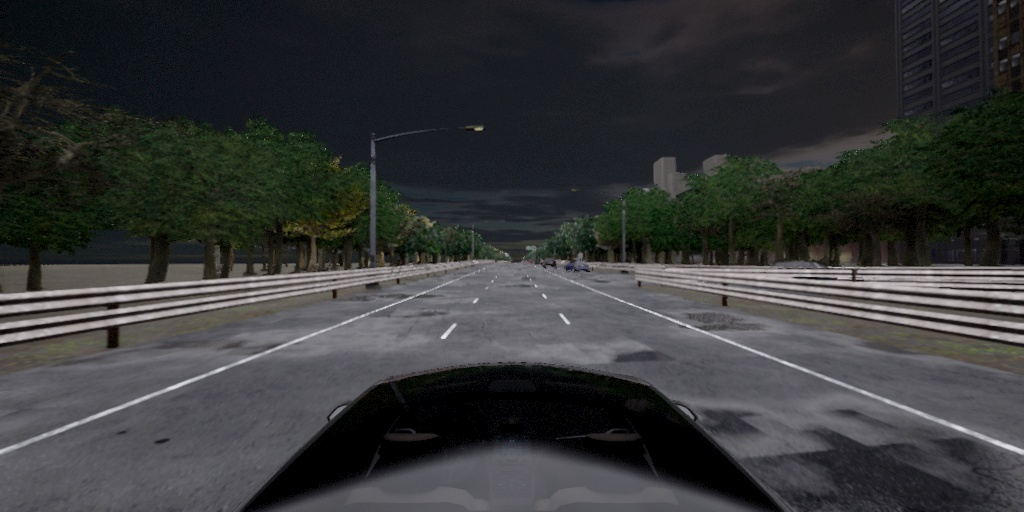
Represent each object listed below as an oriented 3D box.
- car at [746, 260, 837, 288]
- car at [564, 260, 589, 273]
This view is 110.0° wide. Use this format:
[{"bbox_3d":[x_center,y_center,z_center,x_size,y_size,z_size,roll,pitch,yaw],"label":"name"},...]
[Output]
[{"bbox_3d":[17.353,1.110,22.641,2.097,1.767,4.553,1,-2,-27],"label":"car"},{"bbox_3d":[8.755,1.322,48.983,2.097,1.767,4.553,0,0,-12],"label":"car"}]
